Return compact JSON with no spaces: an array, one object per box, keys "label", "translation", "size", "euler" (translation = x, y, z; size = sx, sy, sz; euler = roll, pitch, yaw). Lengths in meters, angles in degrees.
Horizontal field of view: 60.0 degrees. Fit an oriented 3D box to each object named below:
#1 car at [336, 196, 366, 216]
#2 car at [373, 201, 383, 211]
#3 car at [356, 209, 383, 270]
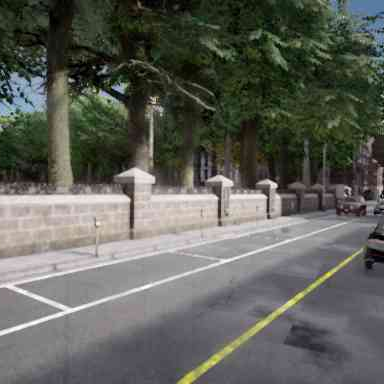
[{"label":"car","translation":[15.324,1.320,31.835],"size":[2.192,1.841,5.009],"euler":[1,1,36]},{"label":"car","translation":[19.121,1.624,32.611],"size":[1.994,1.385,4.181],"euler":[1,1,37]},{"label":"car","translation":[6.650,1.525,10.314],"size":[2.128,1.511,4.902],"euler":[1,1,36]}]
